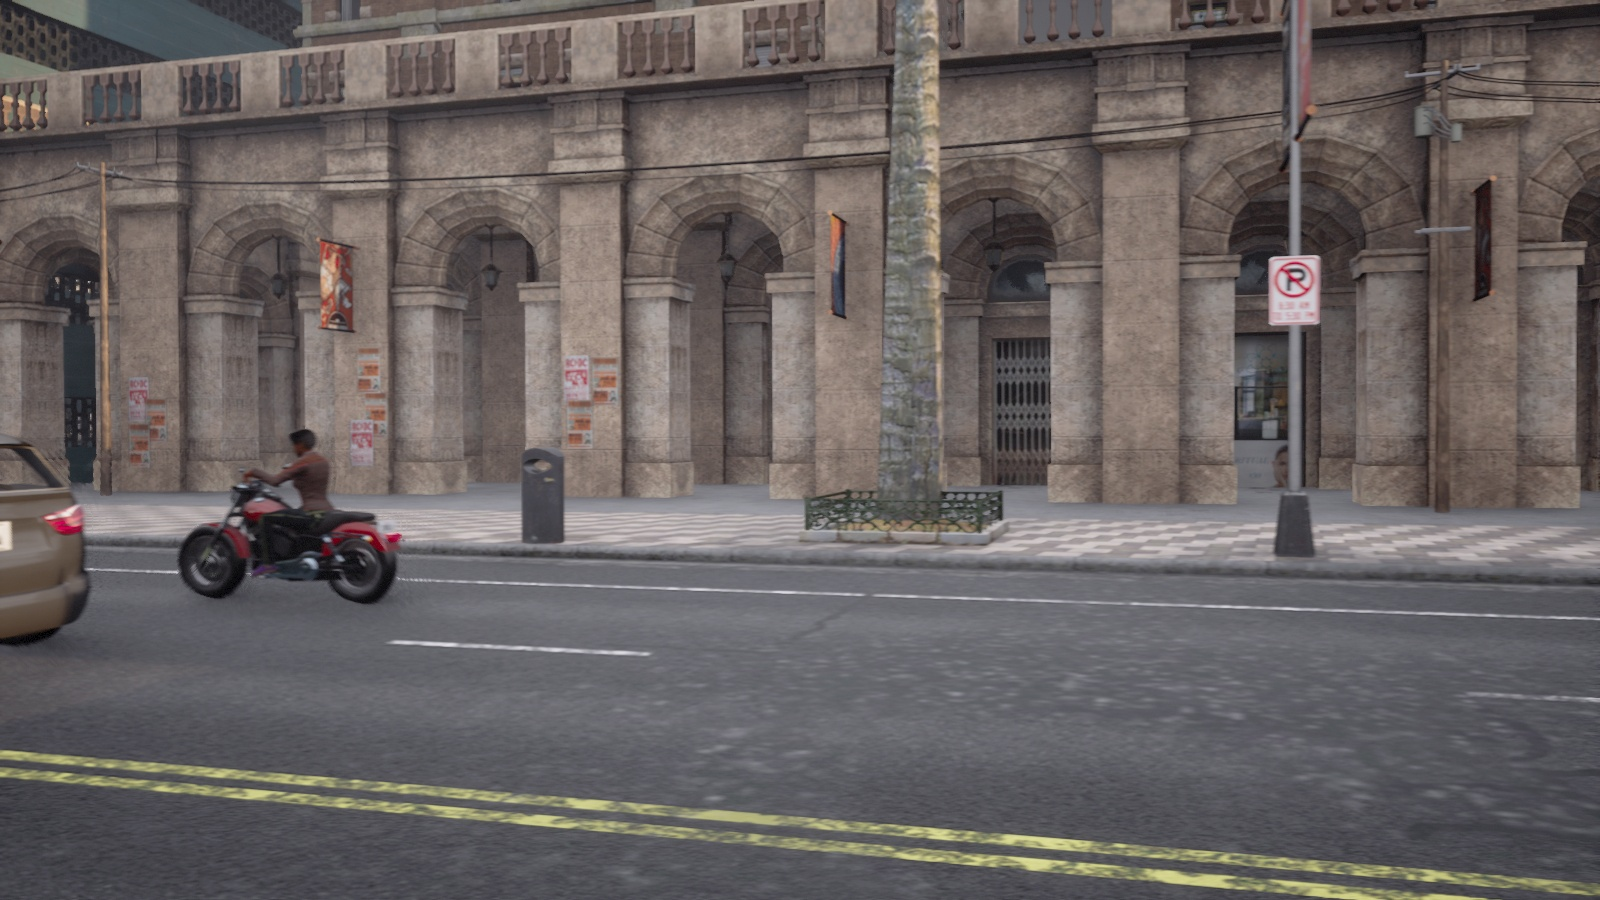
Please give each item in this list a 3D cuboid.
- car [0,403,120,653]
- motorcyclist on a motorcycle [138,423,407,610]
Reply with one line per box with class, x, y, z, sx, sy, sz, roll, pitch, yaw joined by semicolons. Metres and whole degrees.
car;-7.578;0.504;8.873;4.611;1.667;2.242;0;1;16
motorcyclist on a motorcycle;-4.936;0.575;11.761;2.350;1.649;0.766;0;1;16
